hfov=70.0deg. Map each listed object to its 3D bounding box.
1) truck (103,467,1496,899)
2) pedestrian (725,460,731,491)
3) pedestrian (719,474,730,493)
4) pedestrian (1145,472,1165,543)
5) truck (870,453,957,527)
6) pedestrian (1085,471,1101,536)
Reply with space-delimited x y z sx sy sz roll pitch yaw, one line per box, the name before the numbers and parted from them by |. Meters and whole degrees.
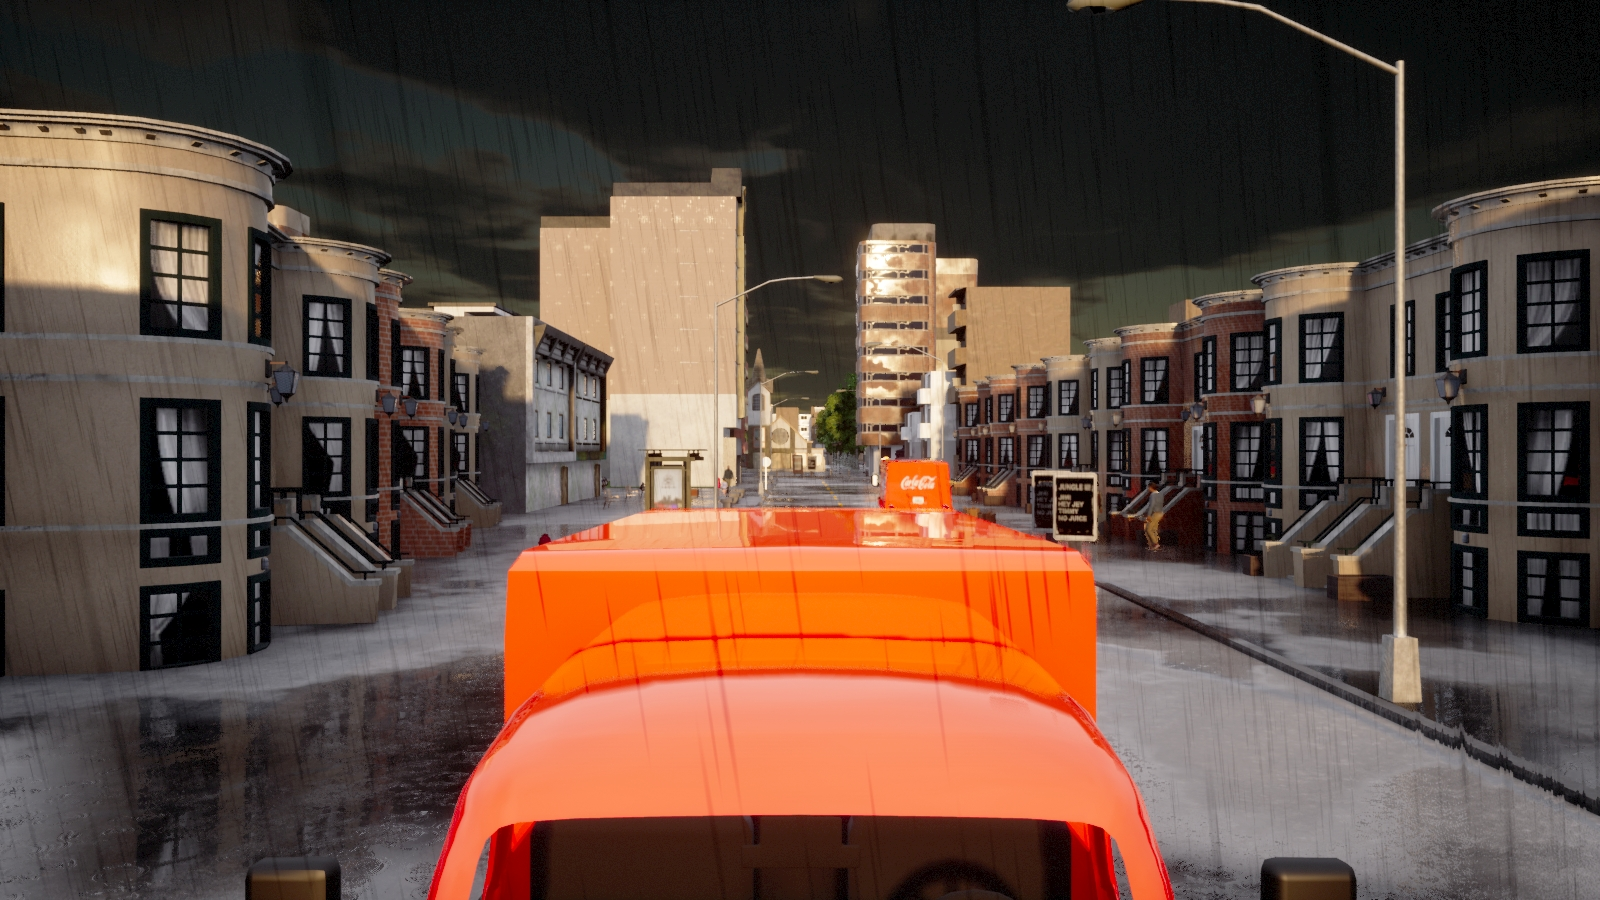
truck | -0.001 1.348 4.761 2.627 2.467 5.204 0 0 0
pedestrian | -4.359 1.552 69.335 0.375 1.860 0.375 0 0 -5
pedestrian | -4.347 1.931 65.853 0.500 1.100 0.500 0 0 13
pedestrian | 9.506 1.537 30.577 0.375 1.860 0.375 0 0 -43
truck | 4.003 1.366 41.213 2.627 2.467 5.204 0 0 0
pedestrian | 8.475 1.537 33.081 0.375 1.860 0.375 0 0 0
